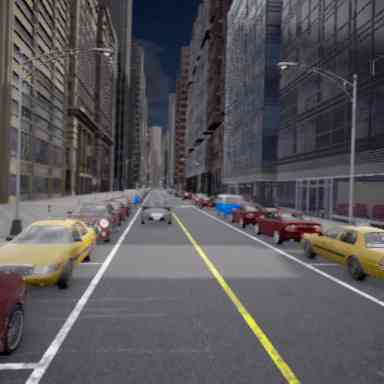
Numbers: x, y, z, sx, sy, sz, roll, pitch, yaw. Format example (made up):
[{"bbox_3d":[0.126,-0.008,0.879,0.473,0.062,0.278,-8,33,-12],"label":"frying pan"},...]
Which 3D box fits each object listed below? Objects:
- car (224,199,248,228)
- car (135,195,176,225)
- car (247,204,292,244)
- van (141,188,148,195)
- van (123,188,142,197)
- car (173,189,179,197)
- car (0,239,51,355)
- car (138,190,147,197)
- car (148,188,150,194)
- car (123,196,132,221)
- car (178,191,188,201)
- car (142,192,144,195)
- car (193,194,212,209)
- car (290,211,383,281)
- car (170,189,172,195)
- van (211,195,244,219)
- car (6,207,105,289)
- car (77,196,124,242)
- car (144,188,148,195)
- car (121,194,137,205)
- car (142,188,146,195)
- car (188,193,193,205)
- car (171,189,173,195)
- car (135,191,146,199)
[{"bbox_3d":[3.583,1.409,20.811,1.887,1.381,4.507,2,1,-7],"label":"car"},{"bbox_3d":[-2.242,1.175,21.045,2.128,1.511,4.902,2,1,-7],"label":"car"},{"bbox_3d":[4.218,1.493,15.246,1.887,1.381,4.507,2,1,-7],"label":"car"},{"bbox_3d":[-13.131,-0.130,92.175,1.690,1.788,3.998,2,1,-7],"label":"van"},{"bbox_3d":[-6.781,0.705,36.526,1.690,1.788,3.998,2,1,-7],"label":"van"},{"bbox_3d":[-2.769,0.588,76.466,1.947,1.339,4.313,2,1,-7],"label":"car"},{"bbox_3d":[-2.978,1.453,3.138,1.802,1.307,4.206,2,1,-7],"label":"car"},{"bbox_3d":[-11.234,0.358,75.483,1.802,1.307,4.206,2,1,-7],"label":"car"},{"bbox_3d":[-10.590,0.174,69.915,2.192,1.841,5.009,2,1,-7],"label":"car"},{"bbox_3d":[-4.882,1.162,19.832,1.887,1.381,4.507,2,1,-7],"label":"car"},{"bbox_3d":[-0.863,0.819,59.769,1.887,1.381,4.507,2,1,-7],"label":"car"},{"bbox_3d":[-7.424,0.862,42.093,1.802,1.307,4.206,2,1,-7],"label":"car"},{"bbox_3d":[1.678,1.156,37.508,1.887,1.381,4.507,2,1,-7],"label":"car"},{"bbox_3d":[4.835,1.556,9.849,1.752,1.417,4.829,2,1,-7],"label":"car"},{"bbox_3d":[-4.039,0.408,87.595,2.008,1.369,4.403,2,1,-7],"label":"car"},{"bbox_3d":[2.955,1.121,26.374,1.690,1.788,3.998,2,1,-7],"label":"van"},{"bbox_3d":[-3.592,1.314,8.533,1.752,1.417,4.829,2,1,-7],"label":"car"},{"bbox_3d":[-4.243,1.142,14.266,1.967,1.590,4.097,2,1,-7],"label":"car"},{"bbox_3d":[-9.324,0.467,58.787,1.967,1.590,4.097,2,1,-7],"label":"car"},{"bbox_3d":[-5.517,1.077,25.398,1.887,1.381,4.507,2,1,-7],"label":"car"},{"bbox_3d":[-8.054,0.636,47.657,1.967,1.590,4.097,2,1,-7],"label":"car"},{"bbox_3d":[1.046,0.967,43.072,1.967,1.590,4.097,2,1,-7],"label":"car"},{"bbox_3d":[-3.404,0.506,82.031,1.947,1.339,4.313,2,1,-7],"label":"car"},{"bbox_3d":[-9.963,0.509,64.353,1.947,1.339,4.313,2,1,-7],"label":"car"}]
